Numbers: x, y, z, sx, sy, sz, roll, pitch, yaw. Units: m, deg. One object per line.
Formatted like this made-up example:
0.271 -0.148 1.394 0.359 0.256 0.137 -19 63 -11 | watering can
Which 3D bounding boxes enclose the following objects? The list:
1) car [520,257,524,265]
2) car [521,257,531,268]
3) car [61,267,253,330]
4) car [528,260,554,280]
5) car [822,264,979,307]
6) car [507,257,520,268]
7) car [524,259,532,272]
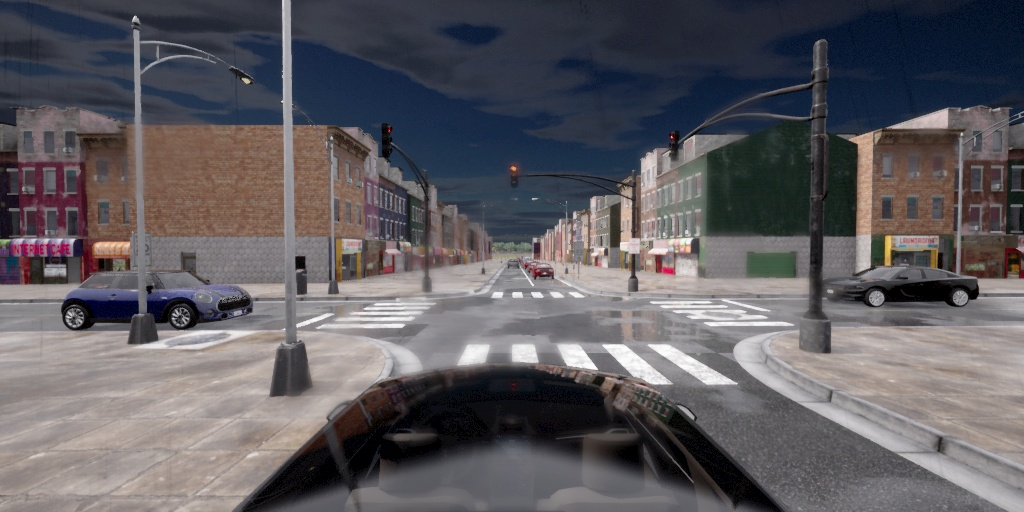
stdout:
2.758 1.187 59.302 1.967 1.591 4.097 0 0 0 | car
2.746 1.292 53.770 1.888 1.381 4.507 0 0 0 | car
-10.791 1.202 11.170 4.553 1.767 2.097 0 1 0 | car
2.700 1.291 31.640 1.888 1.381 4.507 0 0 0 | car
14.991 1.103 14.061 5.008 1.535 1.882 0 1 0 | car
0.222 1.238 59.674 2.128 1.511 4.902 0 0 0 | car
2.723 1.328 42.705 1.802 1.307 4.207 0 0 0 | car
